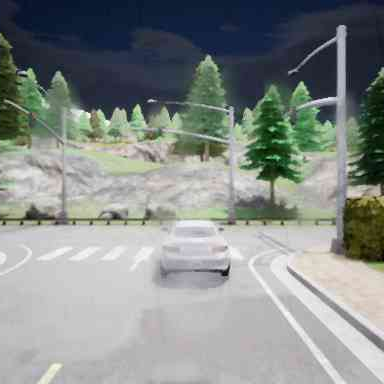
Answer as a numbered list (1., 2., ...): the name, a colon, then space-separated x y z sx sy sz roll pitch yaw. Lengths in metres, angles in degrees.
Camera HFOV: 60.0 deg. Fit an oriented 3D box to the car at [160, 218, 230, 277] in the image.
1. car: 0.033 1.527 10.133 1.812 1.442 4.674 0 0 -2
